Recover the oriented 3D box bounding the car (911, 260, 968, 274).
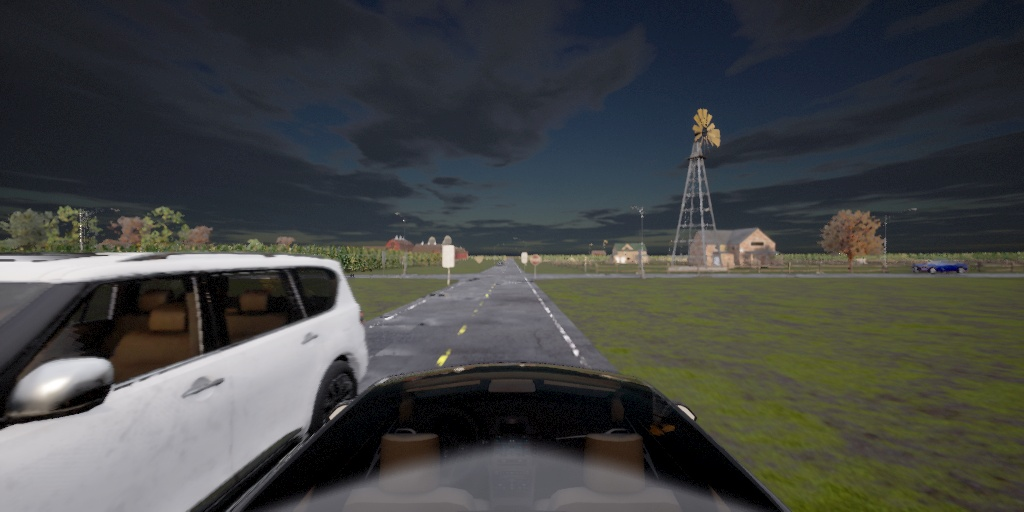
[{"bbox_3d":[49.373,1.175,41.503,5.008,1.535,1.882,0,0,3],"label":"car"}]

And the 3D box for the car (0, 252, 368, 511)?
[{"bbox_3d":[-2.851,0.976,2.219,2.150,2.045,5.566,0,-1,0],"label":"car"}]
